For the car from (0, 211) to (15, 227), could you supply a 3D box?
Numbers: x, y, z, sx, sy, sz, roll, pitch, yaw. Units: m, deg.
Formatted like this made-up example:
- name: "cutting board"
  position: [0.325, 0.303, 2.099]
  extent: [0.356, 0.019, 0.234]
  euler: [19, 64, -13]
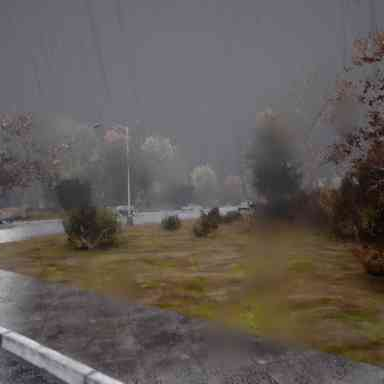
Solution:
- name: "car"
  position: [-18.218, 2.417, 29.237]
  extent: [2.128, 1.511, 4.902]
  euler: [-3, -1, 33]

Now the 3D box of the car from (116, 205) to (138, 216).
- name: "car"
  position: [-9.158, 2.484, 43.258]
  extent: [1.837, 1.490, 4.892]
  euler: [-3, -2, 32]

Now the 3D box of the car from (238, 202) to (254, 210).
- name: "car"
  position: [8.659, 2.202, 51.466]
  extent: [1.994, 1.385, 4.181]
  euler: [-3, -2, 32]

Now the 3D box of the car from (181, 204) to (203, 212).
- name: "car"
  position: [0.026, 2.759, 57.631]
  extent: [1.895, 1.301, 4.718]
  euler: [-3, -2, 32]
